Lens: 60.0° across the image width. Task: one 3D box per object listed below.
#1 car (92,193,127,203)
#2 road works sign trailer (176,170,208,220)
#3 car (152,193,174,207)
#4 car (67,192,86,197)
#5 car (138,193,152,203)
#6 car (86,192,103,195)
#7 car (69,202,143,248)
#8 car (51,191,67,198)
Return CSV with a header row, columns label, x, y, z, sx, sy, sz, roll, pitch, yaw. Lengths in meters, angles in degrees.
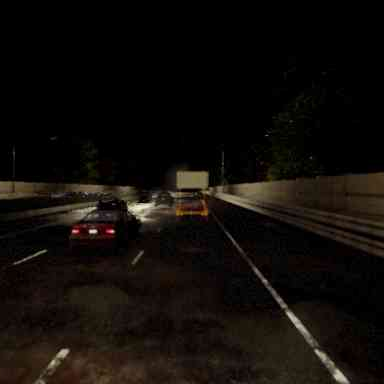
label,x,y,z,sx,sy,sz,roll,pitch,yaw
car,-6.897,1.150,28.946,2.128,1.511,4.902,0,1,0
road works sign trailer,0.002,0.173,24.451,2.380,3.560,2.880,0,1,0
car,-3.397,0.863,41.826,2.097,1.767,4.553,0,1,0
car,-20.997,0.783,61.961,1.837,1.490,4.892,0,1,0
car,-6.893,0.947,50.053,1.812,1.442,4.674,0,1,0
car,-17.500,0.763,62.025,1.882,1.535,5.008,0,1,0
car,-3.400,1.379,13.925,2.033,1.411,5.357,0,1,0
car,-24.495,0.643,61.923,2.097,1.767,4.553,0,0,0
